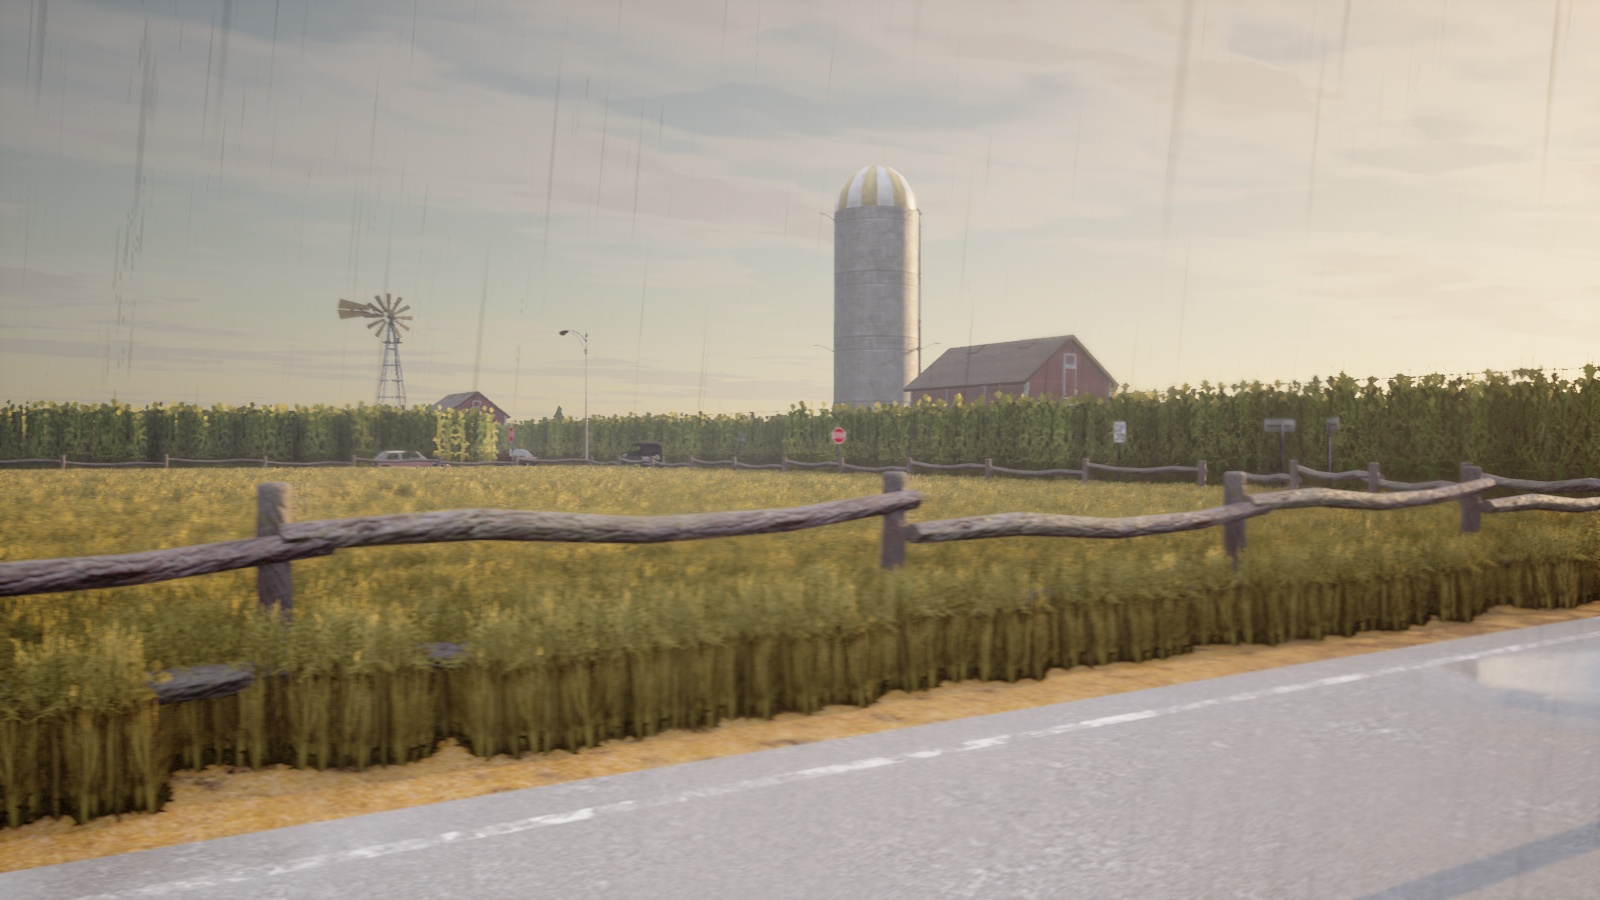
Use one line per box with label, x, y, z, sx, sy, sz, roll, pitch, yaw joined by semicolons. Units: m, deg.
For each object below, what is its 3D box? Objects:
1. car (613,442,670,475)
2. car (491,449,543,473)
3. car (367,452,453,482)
car;-9.381;0.502;74.213;1.905;1.878;3.866;-1;1;-31
car;-18.972;0.710;83.995;1.882;1.535;5.008;0;0;-31
car;-19.731;0.835;63.539;3.806;1.475;1.970;-1;0;-32
